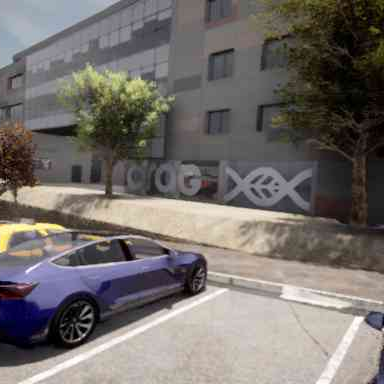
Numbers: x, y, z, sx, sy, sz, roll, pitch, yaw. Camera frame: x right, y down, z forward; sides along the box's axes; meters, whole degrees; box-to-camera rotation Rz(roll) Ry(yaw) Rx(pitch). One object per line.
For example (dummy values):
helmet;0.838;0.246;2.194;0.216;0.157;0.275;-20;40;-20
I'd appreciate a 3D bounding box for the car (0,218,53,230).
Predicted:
car;-3.767;1.426;8.202;1.946;1.575;5.366;0;0;36

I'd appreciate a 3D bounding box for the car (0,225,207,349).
car;-1.585;1.477;6.451;2.163;1.488;4.792;0;0;36
